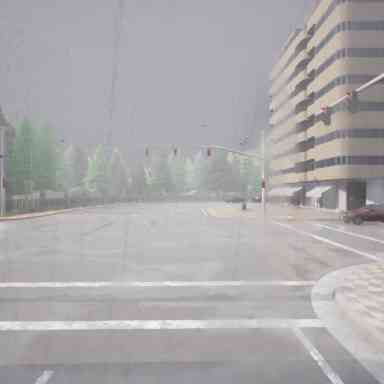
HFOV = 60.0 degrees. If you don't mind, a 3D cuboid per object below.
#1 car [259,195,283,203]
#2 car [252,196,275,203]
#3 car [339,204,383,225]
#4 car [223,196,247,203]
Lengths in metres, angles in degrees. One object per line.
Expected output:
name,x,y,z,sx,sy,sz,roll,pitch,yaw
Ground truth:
car,17.555,1.525,73.762,4.902,1.511,2.128,0,0,-23
car,14.204,1.526,67.860,4.674,1.442,1.812,0,0,-34
car,13.167,1.581,24.113,4.674,1.442,1.812,0,0,-1
car,8.891,1.547,68.158,5.357,1.411,2.033,0,0,-38
